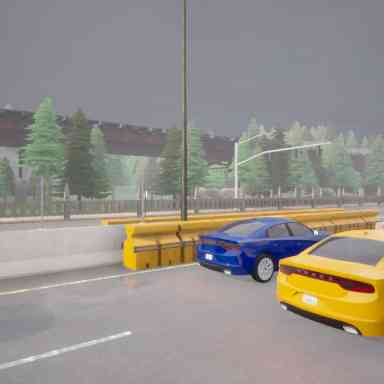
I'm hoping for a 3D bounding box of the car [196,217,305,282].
[{"bbox_3d":[2.438,1.478,9.793,5.008,1.535,1.882,0,0,-36],"label":"car"}]

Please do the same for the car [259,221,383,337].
[{"bbox_3d":[3.799,1.478,6.464,5.008,1.535,1.882,0,0,-35],"label":"car"}]
